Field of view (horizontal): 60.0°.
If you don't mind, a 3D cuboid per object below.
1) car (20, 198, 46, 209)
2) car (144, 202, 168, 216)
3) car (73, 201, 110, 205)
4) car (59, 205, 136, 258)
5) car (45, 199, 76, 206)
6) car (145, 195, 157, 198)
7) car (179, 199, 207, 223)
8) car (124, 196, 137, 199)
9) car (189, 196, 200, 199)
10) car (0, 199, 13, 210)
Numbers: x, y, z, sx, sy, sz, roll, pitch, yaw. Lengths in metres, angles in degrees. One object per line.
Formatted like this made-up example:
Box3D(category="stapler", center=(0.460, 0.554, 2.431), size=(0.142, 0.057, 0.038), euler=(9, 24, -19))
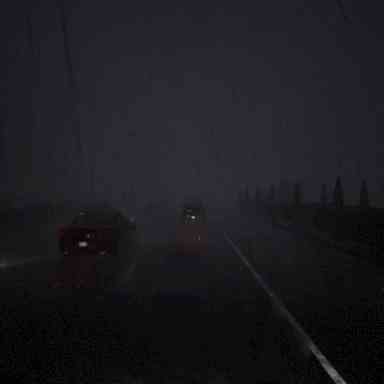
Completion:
Box3D(category="car", center=(-17.477, 1.499, 37.771), size=(1.837, 1.490, 4.892), euler=(0, 0, 2))
Box3D(category="car", center=(-3.412, 1.595, 32.428), size=(1.895, 1.301, 4.718), euler=(0, 0, 0))
Box3D(category="car", center=(-6.912, 1.543, 25.165), size=(2.033, 1.411, 5.357), euler=(0, 0, 0))
Box3D(category="car", center=(-3.408, 1.475, 12.869), size=(1.882, 1.535, 5.008), euler=(0, 0, 0))
Box3D(category="car", center=(-14.035, 1.540, 37.489), size=(2.033, 1.411, 5.357), euler=(0, 0, 1))
Box3D(category="car", center=(-9.460, 1.416, 77.411), size=(1.812, 1.442, 4.674), euler=(0, 0, 23))
Box3D(category="car", center=(0.089, 1.500, 25.283), size=(1.837, 1.490, 4.892), euler=(0, 0, 0))
Box3D(category="car", center=(-13.897, 1.524, 75.658), size=(1.994, 1.385, 4.181), euler=(0, 0, 20))
Box3D(category="car", center=(0.349, 1.344, 42.094), size=(2.097, 1.767, 4.553), euler=(0, 0, 3))
Box3D(category="car", center=(-21.026, 1.471, 35.235), size=(1.882, 1.535, 5.008), euler=(0, 0, 1))
